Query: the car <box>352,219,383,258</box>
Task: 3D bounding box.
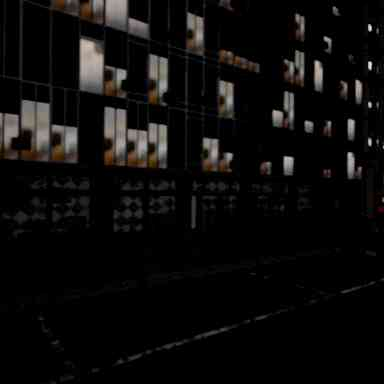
[{"bbox_3d":[7.527,1.615,11.924,4.313,1.339,1.947,0,0,-35],"label":"car"}]
